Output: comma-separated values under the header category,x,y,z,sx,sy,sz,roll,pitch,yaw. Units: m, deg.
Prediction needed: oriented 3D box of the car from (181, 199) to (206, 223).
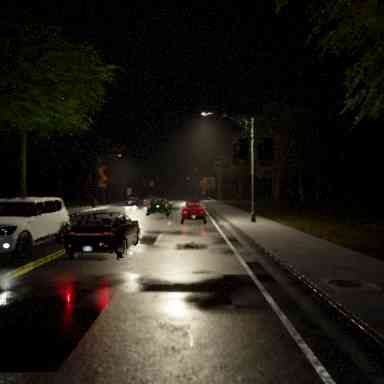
category,x,y,z,sx,sy,sz,roll,pitch,yaw
car,0.111,1.538,25.266,1.812,1.442,4.674,0,0,0

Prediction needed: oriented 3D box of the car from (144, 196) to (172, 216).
category,x,y,z,sx,sy,sz,roll,pitch,yaw
car,-3.138,1.370,32.706,2.097,1.767,4.553,0,0,0

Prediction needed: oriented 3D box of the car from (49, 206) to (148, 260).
category,x,y,z,sx,sy,sz,roll,pitch,yaw
car,-3.146,1.494,12.453,2.128,1.511,4.902,0,0,0

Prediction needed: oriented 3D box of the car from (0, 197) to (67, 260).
category,x,y,z,sx,sy,sz,roll,pitch,yaw
car,-6.600,1.224,12.801,2.150,2.045,5.566,0,0,1

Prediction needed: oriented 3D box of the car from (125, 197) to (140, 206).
category,x,y,z,sx,sy,sz,roll,pitch,yaw
car,-9.793,1.528,54.970,2.128,1.511,4.902,0,0,0
